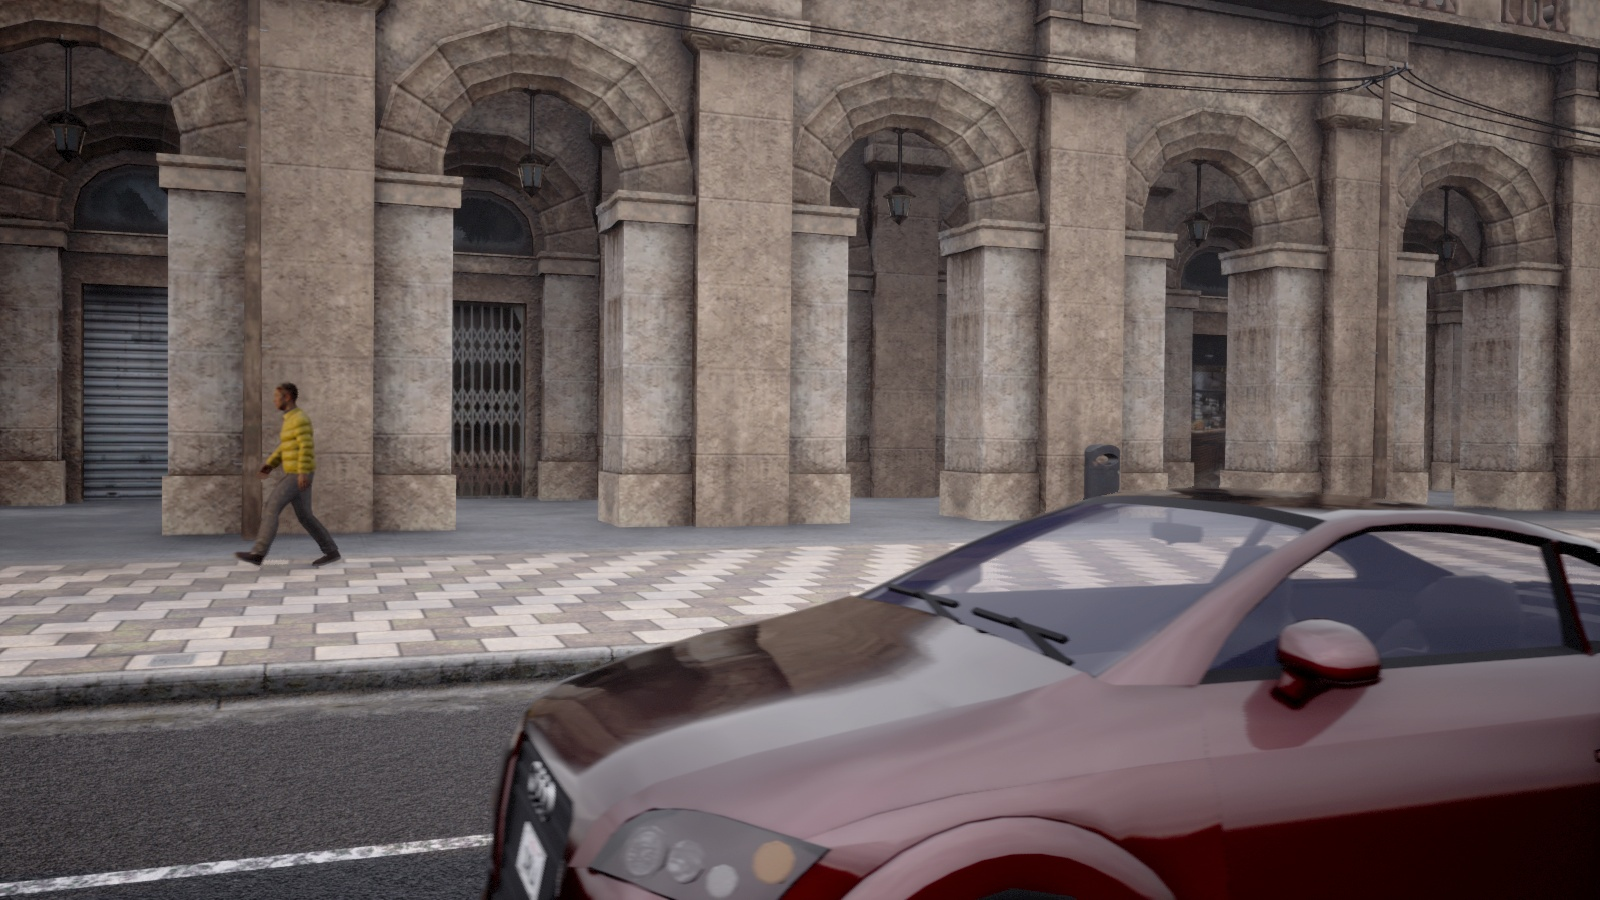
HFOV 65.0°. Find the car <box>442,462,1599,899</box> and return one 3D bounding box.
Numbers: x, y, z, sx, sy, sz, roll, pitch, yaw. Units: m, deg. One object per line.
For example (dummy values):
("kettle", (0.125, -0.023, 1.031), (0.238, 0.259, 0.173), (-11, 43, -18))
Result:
("car", (1.208, 0.789, 3.700), (4.181, 1.385, 1.994), (-1, 1, -21))

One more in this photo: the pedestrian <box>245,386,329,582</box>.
("pedestrian", (-4.931, 0.311, 12.092), (0.709, 1.840, 0.431), (-1, 1, -21))
